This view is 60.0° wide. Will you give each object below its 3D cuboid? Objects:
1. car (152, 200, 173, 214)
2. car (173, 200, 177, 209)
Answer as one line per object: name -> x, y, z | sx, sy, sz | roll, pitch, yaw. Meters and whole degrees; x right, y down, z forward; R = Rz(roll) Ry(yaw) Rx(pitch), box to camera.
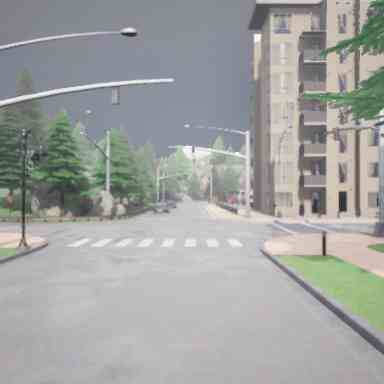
car -> -3.761, 1.930, 41.361 | 1.812, 1.442, 4.674 | 0, 0, 0
car -> -3.597, 2.093, 57.088 | 2.033, 1.411, 5.357 | 0, -1, 1
